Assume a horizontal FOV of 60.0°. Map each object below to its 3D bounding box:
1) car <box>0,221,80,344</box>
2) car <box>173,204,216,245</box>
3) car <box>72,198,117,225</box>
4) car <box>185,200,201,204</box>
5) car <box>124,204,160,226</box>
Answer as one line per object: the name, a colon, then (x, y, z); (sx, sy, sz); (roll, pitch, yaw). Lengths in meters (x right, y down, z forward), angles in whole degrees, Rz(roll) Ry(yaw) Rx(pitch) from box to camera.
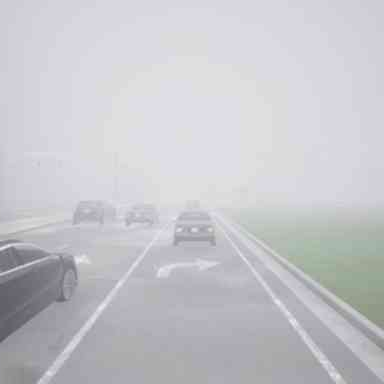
car: (-3.400, 1.484, 5.311); (2.128, 1.511, 4.902); (0, 0, 0)
car: (0.101, 1.529, 15.490); (2.033, 1.411, 5.357); (0, 0, 0)
car: (-6.900, 1.321, 24.023); (2.097, 1.767, 4.553); (0, 0, 0)
car: (0.086, 1.507, 32.238); (2.033, 1.411, 5.357); (0, 0, 0)
car: (-3.400, 1.519, 23.208); (2.033, 1.411, 5.357); (0, 0, 0)
